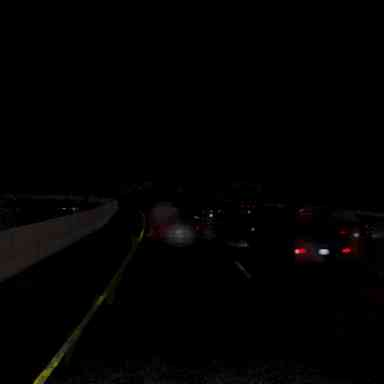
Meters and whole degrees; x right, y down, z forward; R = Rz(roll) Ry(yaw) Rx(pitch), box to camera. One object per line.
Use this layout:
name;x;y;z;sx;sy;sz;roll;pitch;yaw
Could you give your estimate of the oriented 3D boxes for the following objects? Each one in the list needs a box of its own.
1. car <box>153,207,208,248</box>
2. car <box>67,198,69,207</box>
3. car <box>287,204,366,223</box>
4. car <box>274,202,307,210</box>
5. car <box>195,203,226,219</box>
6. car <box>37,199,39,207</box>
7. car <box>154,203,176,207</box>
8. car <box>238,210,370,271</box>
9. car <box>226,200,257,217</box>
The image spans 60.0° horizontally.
car;-0.638;1.555;14.684;1.994;1.385;4.181;0;0;-5
car;-17.471;1.556;47.597;1.994;1.385;4.181;0;0;-16
car;6.317;1.508;15.477;1.812;1.442;4.674;0;0;-5
car;8.483;1.520;27.301;2.033;1.411;5.357;0;0;-8
car;1.208;1.581;28.692;1.895;1.301;4.718;0;0;-8
car;-20.887;1.543;46.952;2.033;1.411;5.357;0;0;-16
car;-2.269;1.586;28.271;1.895;1.301;4.718;0;0;-9
car;3.146;1.537;10.799;2.033;1.411;5.357;0;0;-3
car;4.448;1.467;30.557;2.128;1.511;4.902;0;0;-9
